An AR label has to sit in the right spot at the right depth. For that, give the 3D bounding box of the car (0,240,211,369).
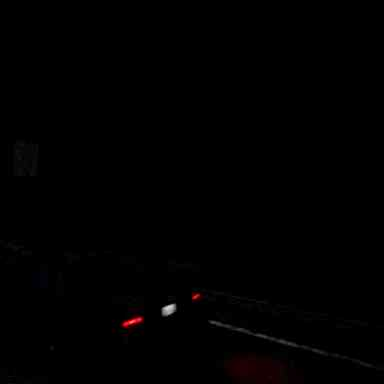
[{"bbox_3d":[-2.253,1.588,5.869,5.357,1.411,2.033,0,0,39],"label":"car"}]
